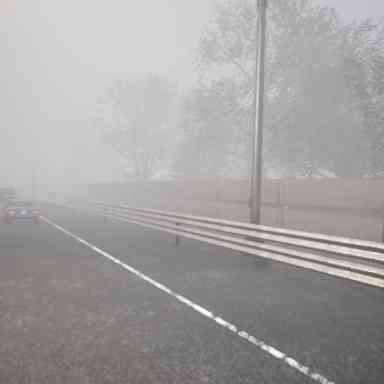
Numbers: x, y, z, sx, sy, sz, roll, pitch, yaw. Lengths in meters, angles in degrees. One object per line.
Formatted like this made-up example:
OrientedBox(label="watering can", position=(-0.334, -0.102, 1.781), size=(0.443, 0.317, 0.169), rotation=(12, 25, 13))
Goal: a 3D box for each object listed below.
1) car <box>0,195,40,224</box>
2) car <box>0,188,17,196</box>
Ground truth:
OrientedBox(label="car", position=(-11.069, 1.197, 21.461), size=(2.033, 1.411, 5.357), rotation=(2, 0, -32))
OrientedBox(label="car", position=(-21.361, 0.542, 38.134), size=(2.150, 2.045, 5.566), rotation=(2, 0, -32))
